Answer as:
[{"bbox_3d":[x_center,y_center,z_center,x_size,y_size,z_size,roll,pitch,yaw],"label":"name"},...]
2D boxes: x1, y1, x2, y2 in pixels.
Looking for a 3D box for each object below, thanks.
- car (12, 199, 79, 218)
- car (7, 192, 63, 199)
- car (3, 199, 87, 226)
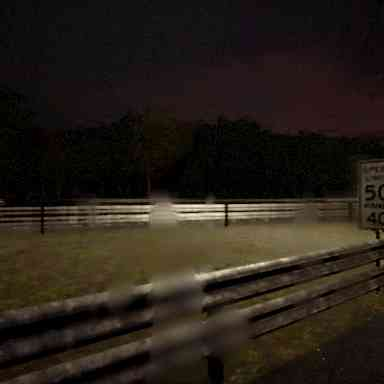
[{"bbox_3d":[-12.005,1.315,27.553,4.892,1.490,1.837,0,0,-23],"label":"car"},{"bbox_3d":[-10.632,1.025,24.333,5.566,2.045,2.150,0,0,-23],"label":"car"},{"bbox_3d":[-9.317,1.330,21.089,4.674,1.442,1.812,0,0,-23],"label":"car"}]
